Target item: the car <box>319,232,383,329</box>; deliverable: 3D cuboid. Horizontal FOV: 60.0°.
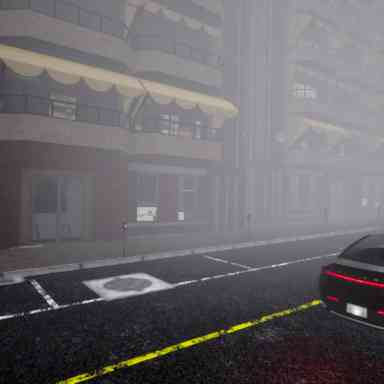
[{"bbox_3d":[4.397,1.508,6.297,4.892,1.490,1.837,0,0,-35],"label":"car"}]
